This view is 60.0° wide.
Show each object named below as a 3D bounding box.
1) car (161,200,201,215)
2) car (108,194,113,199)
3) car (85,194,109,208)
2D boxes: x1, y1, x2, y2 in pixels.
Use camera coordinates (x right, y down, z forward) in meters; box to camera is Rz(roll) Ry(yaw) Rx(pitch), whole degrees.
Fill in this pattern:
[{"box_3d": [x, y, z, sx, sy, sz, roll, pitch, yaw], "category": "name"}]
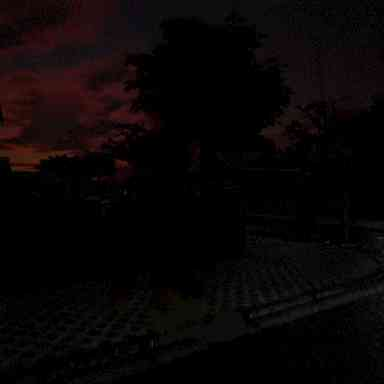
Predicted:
[{"box_3d": [-0.811, 1.419, 26.440, 2.128, 1.511, 4.902, -1, 1, -35], "category": "car"}, {"box_3d": [-23.292, 1.207, 91.688, 2.097, 1.767, 4.553, 0, 0, 5], "category": "car"}, {"box_3d": [-13.066, 1.313, 44.420, 1.812, 1.442, 4.674, -1, 1, -33], "category": "car"}]
